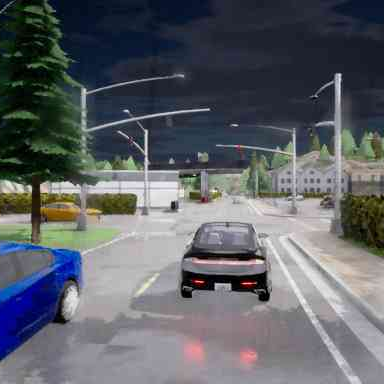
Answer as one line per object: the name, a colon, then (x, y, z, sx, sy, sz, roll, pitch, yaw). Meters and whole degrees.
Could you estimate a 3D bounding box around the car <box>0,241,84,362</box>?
car: (-3.156, 1.477, 4.371, 1.882, 1.535, 5.008, 0, 0, 5)

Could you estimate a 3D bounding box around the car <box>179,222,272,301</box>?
car: (0.884, 1.492, 8.373, 2.128, 1.511, 4.902, 0, 0, 8)

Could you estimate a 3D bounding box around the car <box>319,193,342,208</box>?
car: (18.669, 1.330, 41.703, 5.027, 1.636, 2.152, 0, 0, 8)

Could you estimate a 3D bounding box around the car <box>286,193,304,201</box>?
car: (24.424, 1.077, 78.846, 3.866, 1.878, 1.905, 0, 0, 8)

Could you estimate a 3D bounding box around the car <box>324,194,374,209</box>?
car: (18.287, 1.340, 38.589, 4.514, 1.523, 2.007, 0, 0, 8)

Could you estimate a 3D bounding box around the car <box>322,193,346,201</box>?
car: (31.761, 1.097, 74.502, 4.605, 1.855, 1.932, 0, 0, 8)

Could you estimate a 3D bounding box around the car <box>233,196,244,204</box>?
car: (8.988, 1.525, 64.291, 1.812, 1.442, 4.674, 0, 0, 8)

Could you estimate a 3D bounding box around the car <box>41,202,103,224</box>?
car: (-9.027, 1.478, 24.188, 5.008, 1.535, 1.882, 0, 0, 7)

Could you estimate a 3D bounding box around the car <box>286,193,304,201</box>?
car: (23.359, 1.361, 75.638, 3.806, 1.475, 1.970, 0, 0, 8)

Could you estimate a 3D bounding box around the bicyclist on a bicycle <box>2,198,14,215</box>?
bicyclist on a bicycle: (-17.964, 1.453, 32.495, 0.582, 1.620, 1.656, 0, 0, 7)
